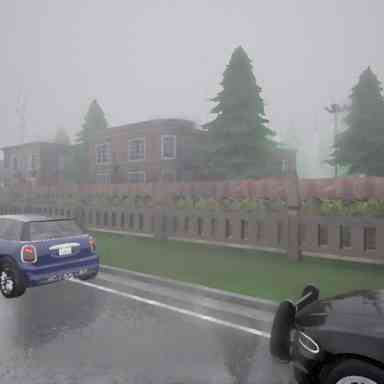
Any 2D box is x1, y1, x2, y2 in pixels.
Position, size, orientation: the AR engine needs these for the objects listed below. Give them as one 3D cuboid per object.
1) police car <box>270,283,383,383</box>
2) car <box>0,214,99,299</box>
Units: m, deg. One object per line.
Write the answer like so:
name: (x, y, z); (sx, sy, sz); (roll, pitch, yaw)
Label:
police car: (3.259, 1.425, 2.711); (5.238, 1.638, 1.930); (0, 0, 38)
car: (-4.519, 1.351, 8.770); (4.553, 1.767, 2.097); (0, 0, 38)
